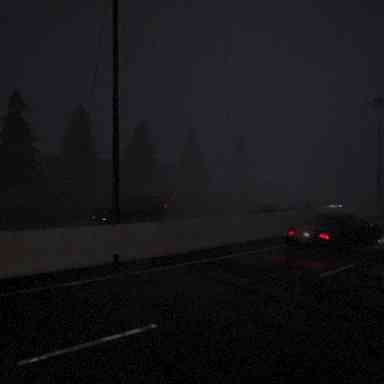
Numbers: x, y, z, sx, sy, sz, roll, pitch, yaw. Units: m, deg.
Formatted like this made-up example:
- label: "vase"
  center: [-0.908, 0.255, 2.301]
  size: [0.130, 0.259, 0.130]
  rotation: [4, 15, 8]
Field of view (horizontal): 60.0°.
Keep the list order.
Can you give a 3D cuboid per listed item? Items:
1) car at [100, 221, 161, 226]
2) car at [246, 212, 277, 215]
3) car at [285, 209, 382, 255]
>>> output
- label: "car"
  center: [-4.287, 1.266, 23.260]
  size: [5.566, 2.045, 2.150]
  rotation: [0, 0, -43]
- label: "car"
  center: [4.992, 1.586, 22.743]
  size: [1.994, 1.385, 4.181]
  rotation: [0, 0, 43]
- label: "car"
  center: [5.859, 1.554, 13.432]
  size: [5.357, 1.411, 2.033]
  rotation: [0, 0, -43]
